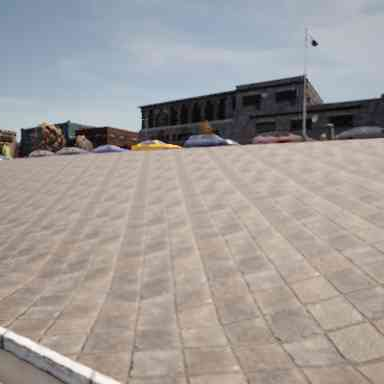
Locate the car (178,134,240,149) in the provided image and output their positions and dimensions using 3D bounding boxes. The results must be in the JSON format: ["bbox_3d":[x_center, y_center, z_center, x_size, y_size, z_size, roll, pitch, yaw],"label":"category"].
[{"bbox_3d":[1.608,-3.794,26.577,4.553,1.767,2.185,1,1,31],"label":"car"}]

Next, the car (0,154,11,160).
[{"bbox_3d":[-26.105,-4.305,44.620,4.553,1.767,2.185,1,0,34],"label":"car"}]

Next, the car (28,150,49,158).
[{"bbox_3d":[-17.066,-4.048,38.459,4.892,1.521,2.231,1,0,34],"label":"car"}]

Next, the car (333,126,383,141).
[{"bbox_3d":[11.462,-3.422,21.166,4.674,1.452,2.002,1,1,28],"label":"car"}]

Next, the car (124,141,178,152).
[{"bbox_3d":[-3.145,-3.770,29.395,5.008,1.535,2.097,1,1,32],"label":"car"}]

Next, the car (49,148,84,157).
[{"bbox_3d":[-12.501,-3.969,35.357,4.892,1.521,2.231,1,1,34],"label":"car"}]

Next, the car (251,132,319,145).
[{"bbox_3d":[6.600,-3.534,23.775,4.792,1.488,2.163,1,1,29],"label":"car"}]

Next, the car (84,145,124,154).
[{"bbox_3d":[-7.856,-3.832,32.326,4.674,1.452,2.002,1,1,33],"label":"car"}]
